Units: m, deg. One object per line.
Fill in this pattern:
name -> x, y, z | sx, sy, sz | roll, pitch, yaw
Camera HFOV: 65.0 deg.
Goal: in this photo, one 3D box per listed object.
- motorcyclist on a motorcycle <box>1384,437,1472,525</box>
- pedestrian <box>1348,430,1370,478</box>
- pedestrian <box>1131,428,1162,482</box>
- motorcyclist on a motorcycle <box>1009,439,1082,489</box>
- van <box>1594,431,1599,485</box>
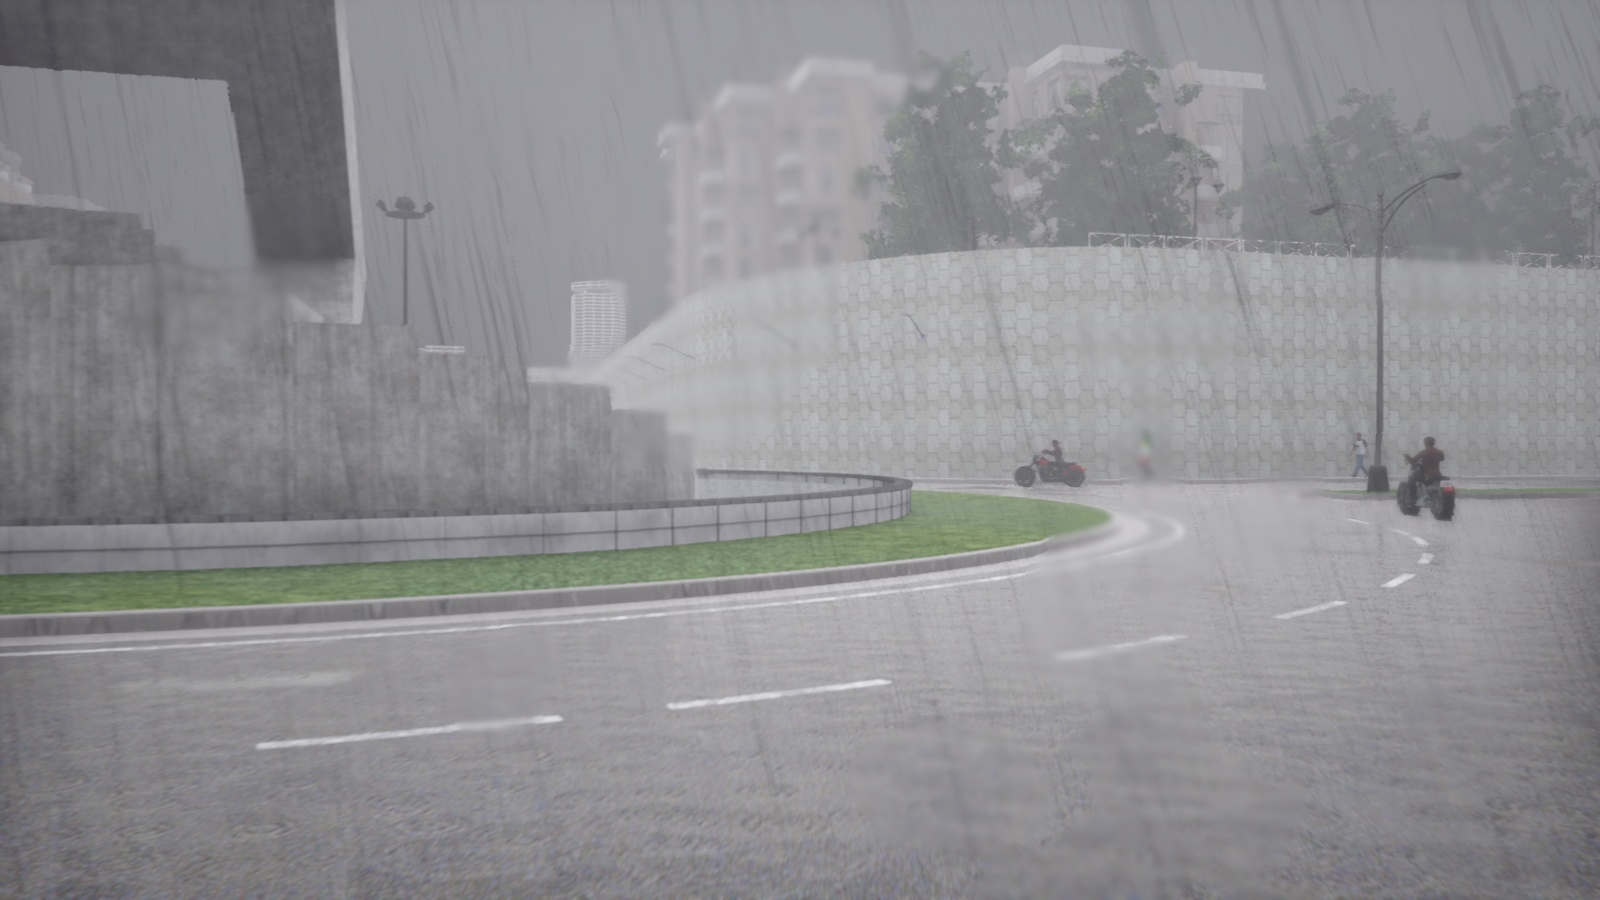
motorcyclist on a motorcycle -> 12.258, 0.578, 24.599 | 0.766, 1.649, 2.350 | 0, 0, 6
pedestrian -> 21.524, 0.165, 48.347 | 0.706, 1.836, 0.354 | 0, 0, -18
pedestrian -> 12.648, 0.164, 45.866 | 0.873, 1.952, 0.659 | 0, 0, -11
motorcyclist on a motorcycle -> 8.167, 0.474, 41.795 | 2.350, 1.649, 0.766 | 0, -1, 13
van -> 31.449, 0.294, 45.649 | 4.442, 1.987, 1.775 | 0, 0, -14
